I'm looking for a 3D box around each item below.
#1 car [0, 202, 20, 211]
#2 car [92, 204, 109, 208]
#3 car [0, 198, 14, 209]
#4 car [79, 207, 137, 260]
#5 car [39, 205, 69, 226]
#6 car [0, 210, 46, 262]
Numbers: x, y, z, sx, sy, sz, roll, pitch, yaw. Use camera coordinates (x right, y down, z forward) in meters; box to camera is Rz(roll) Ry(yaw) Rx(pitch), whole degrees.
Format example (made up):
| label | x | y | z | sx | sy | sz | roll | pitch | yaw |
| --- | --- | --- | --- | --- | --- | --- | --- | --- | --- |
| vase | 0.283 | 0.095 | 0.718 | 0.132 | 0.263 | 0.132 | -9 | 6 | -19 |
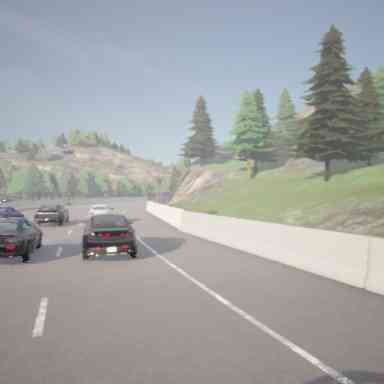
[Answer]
| label | x | y | z | sx | sy | sz | roll | pitch | yaw |
| --- | --- | --- | --- | --- | --- | --- | --- | --- | --- |
| car | -14.075 | 1.776 | 24.840 | 1.812 | 1.442 | 4.674 | -1 | 0 | -13 |
| car | -7.310 | 1.717 | 26.640 | 1.812 | 1.442 | 4.674 | -1 | 0 | -13 |
| car | -33.490 | 1.952 | 58.611 | 2.097 | 1.767 | 4.553 | -1 | 0 | -4 |
| car | -3.329 | 1.598 | 13.012 | 1.837 | 1.490 | 4.892 | -1 | 0 | -18 |
| car | -10.606 | 1.712 | 25.366 | 2.128 | 1.511 | 4.902 | -1 | 0 | -13 |
| car | -6.754 | 1.646 | 12.247 | 1.812 | 1.442 | 4.674 | -1 | 0 | -18 |
